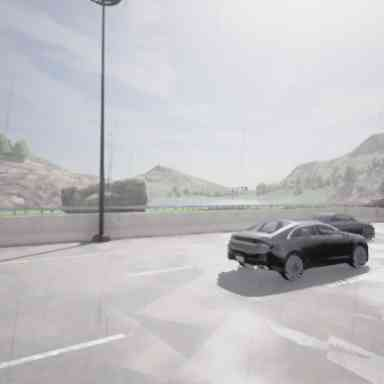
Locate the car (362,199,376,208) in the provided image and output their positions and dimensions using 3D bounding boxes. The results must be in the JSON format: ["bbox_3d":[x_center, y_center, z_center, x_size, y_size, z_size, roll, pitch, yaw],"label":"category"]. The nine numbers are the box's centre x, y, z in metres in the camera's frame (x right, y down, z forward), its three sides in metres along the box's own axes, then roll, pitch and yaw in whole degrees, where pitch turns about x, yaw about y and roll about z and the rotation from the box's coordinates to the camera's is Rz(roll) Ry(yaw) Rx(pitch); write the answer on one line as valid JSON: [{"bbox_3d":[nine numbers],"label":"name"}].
[{"bbox_3d":[27.169,1.764,48.883,4.553,1.767,2.097,1,0,-20],"label":"car"}]

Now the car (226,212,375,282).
[{"bbox_3d":[3.316,1.557,9.993,4.902,1.511,2.128,0,0,-32],"label":"car"}]

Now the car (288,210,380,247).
[{"bbox_3d":[6.940,1.682,16.215,4.181,1.385,1.994,1,0,-30],"label":"car"}]
